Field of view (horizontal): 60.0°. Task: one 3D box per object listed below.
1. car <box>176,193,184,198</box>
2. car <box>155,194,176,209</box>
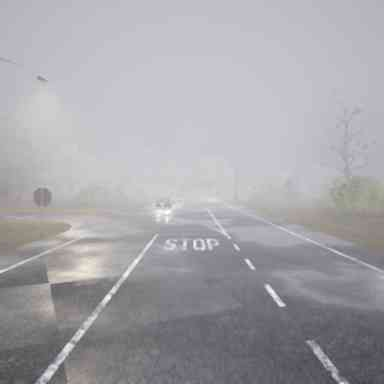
[{"bbox_3d":[-3.305,0.937,89.118,2.128,1.511,4.902,0,0,2],"label":"car"},{"bbox_3d":[-3.419,1.261,40.547,2.128,1.511,4.902,0,0,0],"label":"car"}]
